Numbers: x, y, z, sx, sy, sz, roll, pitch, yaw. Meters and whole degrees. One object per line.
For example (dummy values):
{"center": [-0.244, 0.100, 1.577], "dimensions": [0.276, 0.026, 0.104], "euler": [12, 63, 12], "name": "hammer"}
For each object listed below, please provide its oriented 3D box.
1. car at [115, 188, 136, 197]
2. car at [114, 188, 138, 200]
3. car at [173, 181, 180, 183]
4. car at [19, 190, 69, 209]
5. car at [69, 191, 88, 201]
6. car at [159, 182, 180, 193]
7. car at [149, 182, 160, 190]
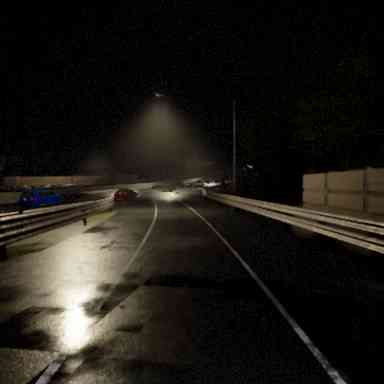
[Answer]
{"center": [-11.523, 0.056, 57.704], "dimensions": [1.994, 1.385, 4.181], "euler": [1, 3, 13], "name": "car"}
{"center": [-9.790, 0.245, 49.869], "dimensions": [2.097, 1.767, 4.553], "euler": [1, 3, 13], "name": "car"}
{"center": [-5.194, -1.353, 84.117], "dimensions": [1.837, 1.490, 4.892], "euler": [1, 3, 13], "name": "car"}
{"center": [-16.482, 0.760, 36.731], "dimensions": [2.150, 2.045, 5.566], "euler": [1, 3, 13], "name": "car"}
{"center": [-17.346, 0.510, 48.359], "dimensions": [2.033, 1.411, 5.357], "euler": [1, 3, 13], "name": "car"}
{"center": [-4.753, -0.700, 70.916], "dimensions": [1.882, 1.535, 5.008], "euler": [1, 3, 13], "name": "car"}
{"center": [-8.599, -1.372, 84.928], "dimensions": [2.128, 1.511, 4.902], "euler": [1, 3, 13], "name": "car"}
